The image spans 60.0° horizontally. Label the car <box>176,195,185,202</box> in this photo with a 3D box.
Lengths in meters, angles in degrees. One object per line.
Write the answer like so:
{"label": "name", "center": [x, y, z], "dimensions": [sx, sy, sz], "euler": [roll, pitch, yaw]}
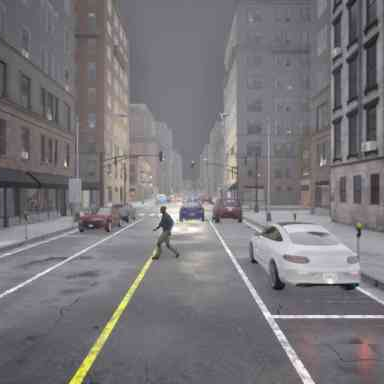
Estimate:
{"label": "car", "center": [-2.691, 1.514, 78.807], "dimensions": [2.033, 1.411, 5.357], "euler": [0, 0, 0]}

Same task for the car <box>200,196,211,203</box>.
{"label": "car", "center": [2.751, 1.530, 68.202], "dimensions": [2.008, 1.369, 4.403], "euler": [0, 0, 0]}

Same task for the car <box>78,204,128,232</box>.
{"label": "car", "center": [-5.373, 1.542, 19.919], "dimensions": [1.887, 1.381, 4.507], "euler": [0, 0, 0]}

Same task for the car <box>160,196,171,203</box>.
{"label": "car", "center": [-5.354, 1.545, 68.206], "dimensions": [1.947, 1.339, 4.313], "euler": [0, 0, 0]}

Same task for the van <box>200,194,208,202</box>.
{"label": "van", "center": [2.749, 1.315, 79.014], "dimensions": [1.690, 1.788, 3.998], "euler": [0, 0, 0]}

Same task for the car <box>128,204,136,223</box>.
{"label": "car", "center": [-5.369, 1.561, 25.430], "dimensions": [1.947, 1.339, 4.313], "euler": [0, 0, 0]}

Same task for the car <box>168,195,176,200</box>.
{"label": "car", "center": [-5.332, 1.494, 89.662], "dimensions": [1.752, 1.417, 4.829], "euler": [0, 0, 0]}

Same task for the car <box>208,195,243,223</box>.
{"label": "car", "center": [2.656, 1.310, 25.424], "dimensions": [2.192, 1.841, 5.009], "euler": [0, 0, 0]}

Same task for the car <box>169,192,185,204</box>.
{"label": "car", "center": [-2.753, 1.333, 63.612], "dimensions": [2.097, 1.767, 4.553], "euler": [0, 0, 0]}

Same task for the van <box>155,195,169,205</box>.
{"label": "van", "center": [-5.365, 1.325, 57.394], "dimensions": [1.690, 1.788, 3.998], "euler": [0, 0, 0]}

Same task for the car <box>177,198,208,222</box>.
{"label": "car", "center": [0.015, 1.473, 26.576], "dimensions": [1.882, 1.535, 5.008], "euler": [0, 0, 0]}

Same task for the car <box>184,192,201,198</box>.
{"label": "car", "center": [0.139, 1.334, 60.411], "dimensions": [2.097, 1.767, 4.553], "euler": [0, 0, 0]}

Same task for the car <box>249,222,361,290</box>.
{"label": "car", "center": [2.757, 1.526, 8.940], "dimensions": [1.812, 1.442, 4.674], "euler": [0, 0, 0]}

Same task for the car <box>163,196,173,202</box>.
{"label": "car", "center": [-5.349, 1.521, 73.613], "dimensions": [1.887, 1.381, 4.507], "euler": [0, 0, 0]}

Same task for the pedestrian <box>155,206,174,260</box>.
{"label": "pedestrian", "center": [-0.904, 1.293, 10.866], "dimensions": [0.375, 1.860, 0.375], "euler": [0, 0, -14]}

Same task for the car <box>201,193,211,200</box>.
{"label": "car", "center": [2.752, 1.296, 62.795], "dimensions": [2.192, 1.841, 5.009], "euler": [0, 0, 0]}

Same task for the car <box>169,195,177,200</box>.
{"label": "car", "center": [-5.327, 1.517, 95.238], "dimensions": [2.008, 1.369, 4.403], "euler": [0, 0, 0]}

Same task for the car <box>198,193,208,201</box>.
{"label": "car", "center": [2.748, 1.286, 84.421], "dimensions": [2.192, 1.841, 5.009], "euler": [0, 0, 0]}
